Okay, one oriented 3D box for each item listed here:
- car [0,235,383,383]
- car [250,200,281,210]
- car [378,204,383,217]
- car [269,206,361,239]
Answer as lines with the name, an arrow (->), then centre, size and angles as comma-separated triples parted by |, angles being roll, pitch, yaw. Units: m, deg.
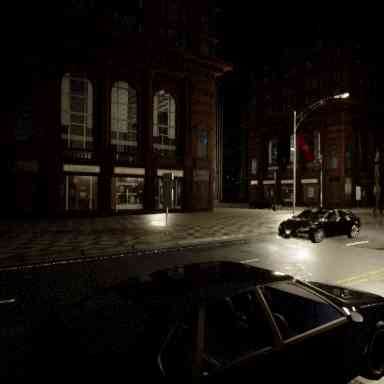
car -> 0.394, 1.548, 3.723 | 5.357, 1.411, 2.033 | 0, 0, -36
car -> 9.770, 1.739, 44.255 | 1.812, 1.442, 4.674 | 1, -1, -35
car -> 19.693, 1.660, 30.985 | 1.812, 1.442, 4.674 | 0, -1, -42
car -> 6.197, 1.523, 16.008 | 4.892, 1.490, 1.837 | 0, 0, -35
